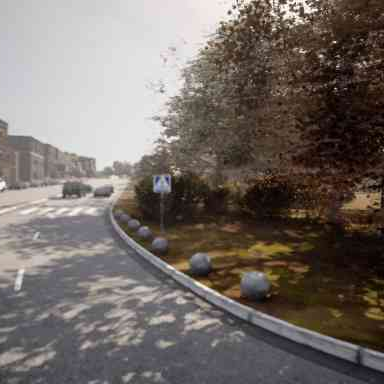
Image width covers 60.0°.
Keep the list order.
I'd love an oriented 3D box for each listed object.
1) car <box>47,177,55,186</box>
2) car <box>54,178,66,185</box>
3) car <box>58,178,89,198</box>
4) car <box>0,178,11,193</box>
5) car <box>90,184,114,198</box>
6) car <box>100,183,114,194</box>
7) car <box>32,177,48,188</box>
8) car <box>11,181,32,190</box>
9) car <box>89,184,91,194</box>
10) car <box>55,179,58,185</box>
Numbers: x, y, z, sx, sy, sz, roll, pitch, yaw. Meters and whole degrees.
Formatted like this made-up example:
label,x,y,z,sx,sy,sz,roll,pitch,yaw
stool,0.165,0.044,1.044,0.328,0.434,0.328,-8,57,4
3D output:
label,x,y,z,sx,sy,sz,roll,pitch,yaw
car,-32.196,-2.209,72.307,2.435,2.045,5.566,1,3,-10
car,-35.104,-2.758,88.331,1.946,1.575,5.366,1,3,-10
car,-14.584,-0.352,41.196,2.150,2.045,5.566,1,3,-9
car,-27.271,-0.860,45.159,2.435,2.045,5.566,1,3,-10
car,-11.622,-0.035,43.138,1.994,1.385,4.181,1,3,-10
car,-13.396,-0.559,52.865,1.812,1.442,4.674,1,3,-10
car,-31.222,-1.689,66.923,2.231,1.521,4.892,1,3,-10
car,-29.251,-1.119,56.027,2.163,1.488,4.792,1,3,-10
car,-16.512,-0.583,51.475,1.837,1.490,4.892,1,3,-10
car,-33.935,-2.418,81.567,2.231,1.521,4.892,1,3,-10
